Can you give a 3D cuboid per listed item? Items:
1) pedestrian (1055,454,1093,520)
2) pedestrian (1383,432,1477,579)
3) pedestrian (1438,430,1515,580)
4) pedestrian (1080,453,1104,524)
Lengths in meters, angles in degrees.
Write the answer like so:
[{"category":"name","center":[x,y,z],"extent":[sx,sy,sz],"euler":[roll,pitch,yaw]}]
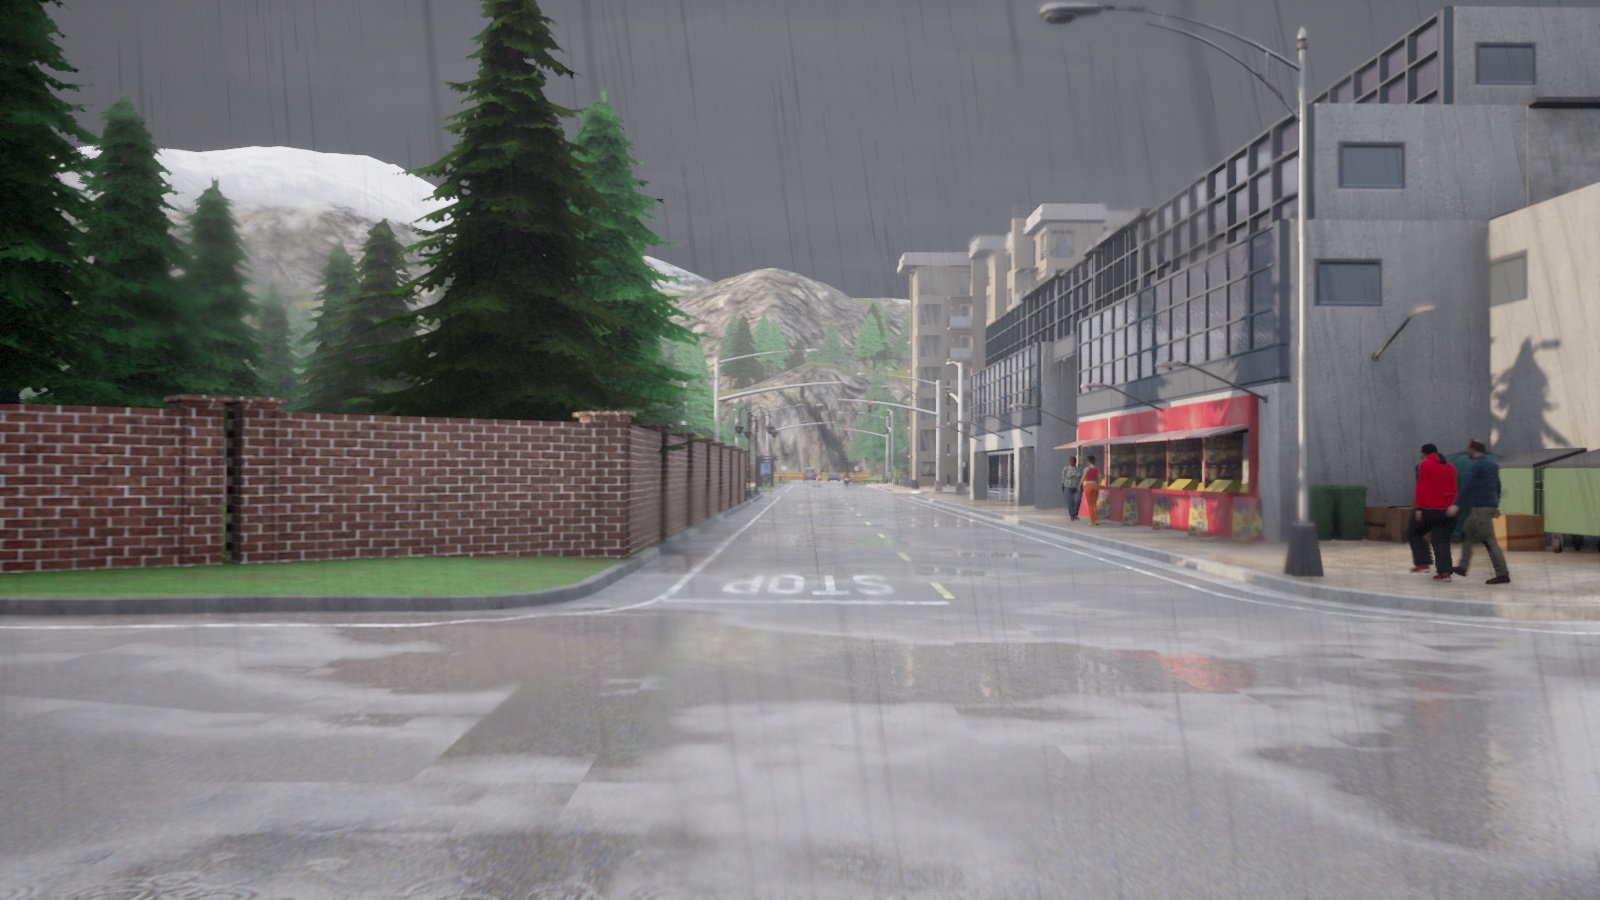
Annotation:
[{"category":"pedestrian","center":[7.821,1.041,35.840],"extent":[0.874,1.855,0.900],"euler":[0,-1,1]},{"category":"pedestrian","center":[8.154,0.701,16.285],"extent":[0.634,1.844,0.899],"euler":[0,-1,-14]},{"category":"pedestrian","center":[8.499,0.681,15.786],"extent":[0.402,1.842,0.726],"euler":[0,-1,-33]},{"category":"pedestrian","center":[7.637,0.992,32.857],"extent":[0.345,1.836,0.594],"euler":[0,-1,-14]}]
